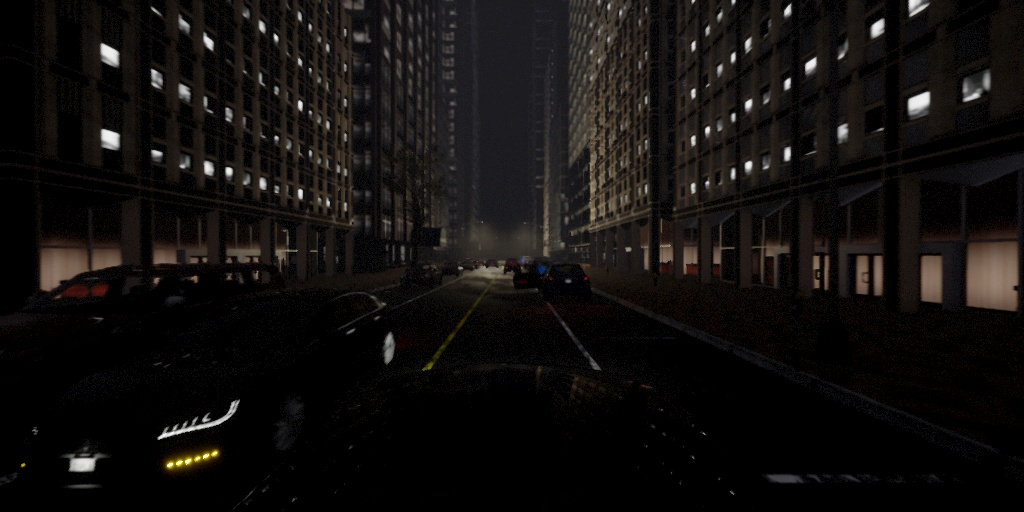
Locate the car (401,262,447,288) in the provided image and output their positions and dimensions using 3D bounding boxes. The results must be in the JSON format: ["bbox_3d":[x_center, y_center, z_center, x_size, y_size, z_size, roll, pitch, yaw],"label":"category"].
[{"bbox_3d":[-5.681,1.160,22.859,1.967,1.591,4.097,0,0,0],"label":"car"}]

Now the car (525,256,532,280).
[{"bbox_3d":[2.705,1.012,34.250,2.192,1.841,5.009,0,0,0],"label":"car"}]

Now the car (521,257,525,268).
[{"bbox_3d":[2.712,1.209,51.348,2.007,1.370,4.403,0,0,0],"label":"car"}]

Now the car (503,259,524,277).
[{"bbox_3d":[0.047,1.288,39.748,1.895,1.301,4.718,0,0,1],"label":"car"}]

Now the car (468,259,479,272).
[{"bbox_3d":[-5.671,1.199,45.483,1.751,1.417,4.829,0,0,0],"label":"car"}]

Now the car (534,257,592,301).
[{"bbox_3d":[2.396,1.080,17.354,2.097,1.767,4.553,0,0,0],"label":"car"}]

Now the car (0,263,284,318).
[{"bbox_3d":[-5.689,1.061,5.764,2.192,1.841,5.009,0,0,0],"label":"car"}]

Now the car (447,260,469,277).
[{"bbox_3d":[-5.676,1.249,34.256,2.007,1.370,4.403,0,0,0],"label":"car"}]

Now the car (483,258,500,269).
[{"bbox_3d":[-2.988,1.177,54.151,1.812,1.442,4.674,0,0,0],"label":"car"}]

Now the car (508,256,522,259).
[{"bbox_3d":[0.027,1.006,52.626,2.097,1.767,4.553,0,0,0],"label":"car"}]

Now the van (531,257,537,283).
[{"bbox_3d":[2.702,1.049,28.550,1.690,1.789,3.998,0,0,0],"label":"van"}]

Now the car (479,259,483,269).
[{"bbox_3d":[-5.668,1.099,51.353,1.967,1.591,4.097,0,0,0],"label":"car"}]

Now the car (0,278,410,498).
[{"bbox_3d":[-3.098,1.251,5.016,1.837,1.490,4.892,0,0,0],"label":"car"}]
